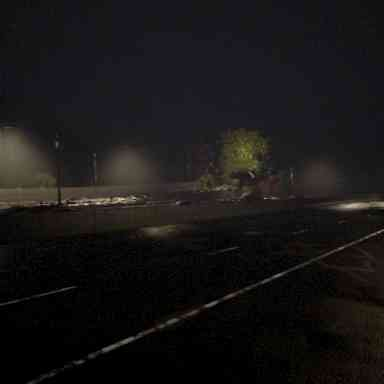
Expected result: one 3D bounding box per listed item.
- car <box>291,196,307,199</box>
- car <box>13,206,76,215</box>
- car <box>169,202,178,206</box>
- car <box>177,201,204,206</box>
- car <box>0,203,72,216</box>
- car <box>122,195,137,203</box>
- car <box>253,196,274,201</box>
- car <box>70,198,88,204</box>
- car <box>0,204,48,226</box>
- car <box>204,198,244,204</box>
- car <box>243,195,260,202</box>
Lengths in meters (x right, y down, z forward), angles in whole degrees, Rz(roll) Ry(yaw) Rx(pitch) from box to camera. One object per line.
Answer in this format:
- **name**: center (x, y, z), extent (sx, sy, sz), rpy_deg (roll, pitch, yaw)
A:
- **car**: center (18.039, 1.398, 56.251), extent (2.097, 1.767, 4.553), rpy_deg (-2, -1, 41)
- **car**: center (-9.980, 1.963, 24.207), extent (1.812, 1.442, 4.674), rpy_deg (-2, -1, 41)
- **car**: center (-1.382, 1.969, 44.705), extent (2.033, 1.411, 5.357), rpy_deg (-2, -1, 41)
- **car**: center (0.806, 1.937, 41.893), extent (1.895, 1.301, 4.718), rpy_deg (-2, -1, 41)
- **car**: center (-12.495, 1.879, 26.653), extent (2.097, 1.767, 4.553), rpy_deg (-2, -1, 41)
- **car**: center (-12.611, 1.307, 65.634), extent (1.882, 1.535, 5.008), rpy_deg (-2, 2, 20)
- **car**: center (12.615, 1.740, 55.402), extent (1.994, 1.385, 4.181), rpy_deg (-2, -1, 42)
- **car**: center (-17.806, 1.705, 50.582), extent (1.882, 1.535, 5.008), rpy_deg (-2, 0, 18)
- **car**: center (-15.208, 1.965, 28.718), extent (1.812, 1.442, 4.674), rpy_deg (5, 4, 41)
- **car**: center (3.932, 1.763, 40.159), extent (1.812, 1.442, 4.674), rpy_deg (-2, -1, 41)
- **car**: center (10.115, 1.486, 57.861), extent (2.150, 2.045, 5.566), rpy_deg (-2, -1, 42)
